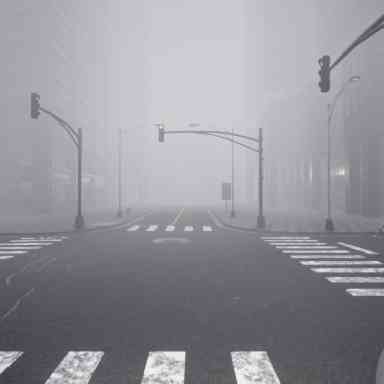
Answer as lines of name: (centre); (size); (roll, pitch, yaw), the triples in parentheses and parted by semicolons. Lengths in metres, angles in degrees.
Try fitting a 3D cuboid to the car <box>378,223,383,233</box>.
car: (11.757, 1.564, 16.205); (4.829, 1.417, 1.752); (0, -1, 0)
